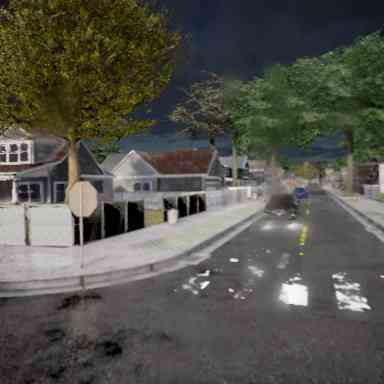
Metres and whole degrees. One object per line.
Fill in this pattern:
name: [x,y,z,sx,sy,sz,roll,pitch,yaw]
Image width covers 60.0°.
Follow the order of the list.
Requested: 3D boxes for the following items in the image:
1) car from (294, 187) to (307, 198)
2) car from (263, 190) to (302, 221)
car: [15.336,0.038,47.343,1.882,1.535,5.008,0,1,20]
car: [5.591,0.888,20.497,1.837,1.490,4.892,0,2,20]
